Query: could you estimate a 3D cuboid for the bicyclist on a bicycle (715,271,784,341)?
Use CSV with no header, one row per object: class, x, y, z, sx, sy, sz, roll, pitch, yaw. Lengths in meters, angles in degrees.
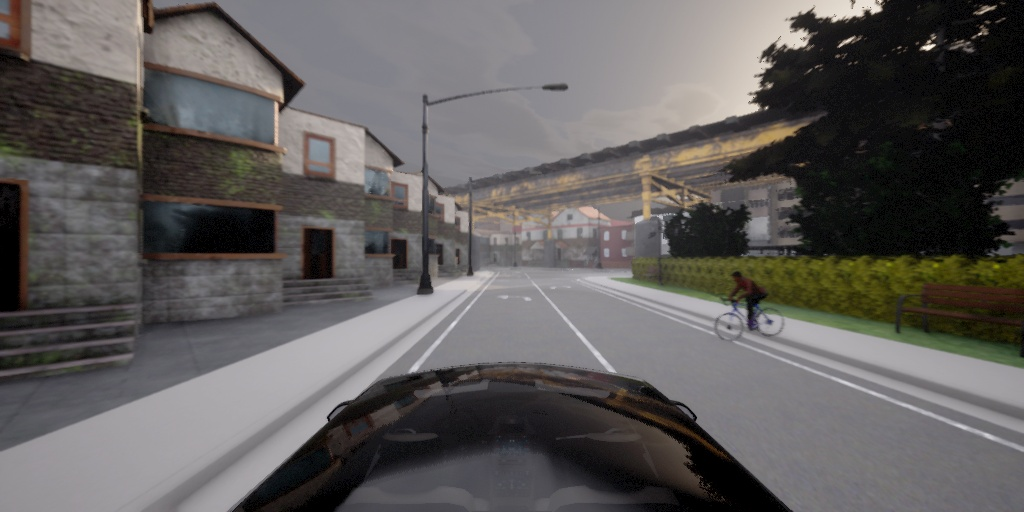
bicyclist on a bicycle,5.530,1.160,8.439,1.656,1.620,0.582,-7,0,0
